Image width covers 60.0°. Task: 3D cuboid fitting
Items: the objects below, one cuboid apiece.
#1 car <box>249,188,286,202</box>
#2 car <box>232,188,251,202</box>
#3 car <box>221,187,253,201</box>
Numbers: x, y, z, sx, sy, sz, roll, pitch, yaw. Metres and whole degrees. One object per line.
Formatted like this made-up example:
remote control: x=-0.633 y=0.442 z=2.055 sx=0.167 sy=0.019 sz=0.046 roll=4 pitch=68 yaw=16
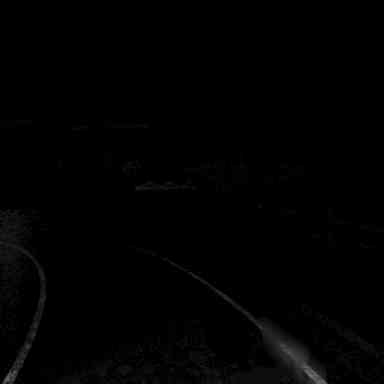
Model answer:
car: x=10.737 y=0.587 z=45.849 sx=4.892 sy=1.490 sz=1.837 roll=-2 pitch=1 yaw=-27
car: x=9.012 y=0.623 z=48.896 sx=5.357 sy=1.411 sz=2.033 roll=-2 pitch=1 yaw=-27
car: x=7.295 y=0.290 z=51.937 sx=5.566 sy=2.045 sz=2.150 roll=-2 pitch=1 yaw=-27
